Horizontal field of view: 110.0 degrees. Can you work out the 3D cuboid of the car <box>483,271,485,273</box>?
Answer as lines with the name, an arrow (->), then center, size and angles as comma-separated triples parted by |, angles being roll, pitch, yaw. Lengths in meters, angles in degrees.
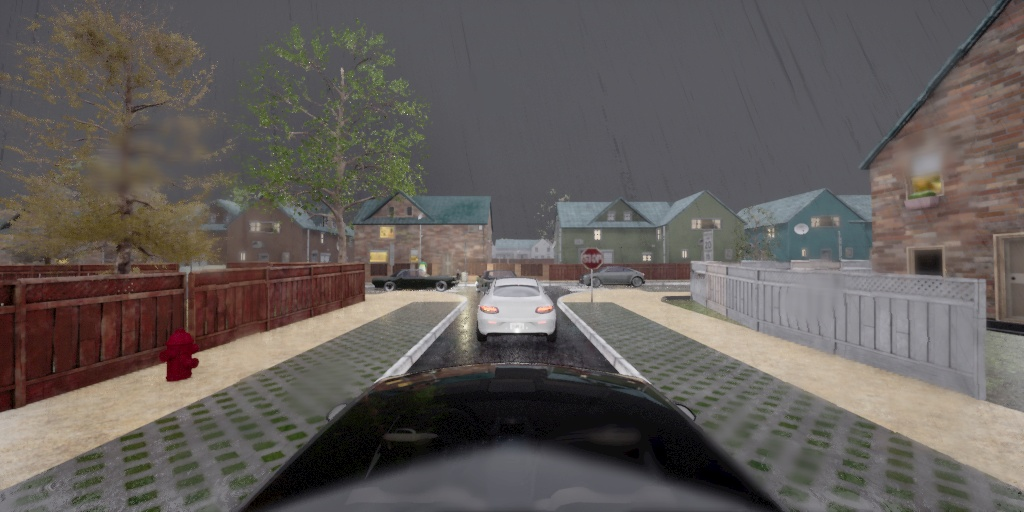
car -> -0.750, 1.366, 18.504 | 1.895, 1.301, 4.718 | 0, -1, -12

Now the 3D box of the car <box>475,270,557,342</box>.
car -> 0.106, 1.279, 9.685 | 1.812, 1.442, 4.674 | 0, 0, 0

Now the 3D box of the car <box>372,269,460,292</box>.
car -> -5.475, 1.416, 20.891 | 4.718, 1.301, 1.895 | -1, -1, 1

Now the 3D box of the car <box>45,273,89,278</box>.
car -> -25.600, 1.632, 21.169 | 4.718, 1.301, 1.895 | -1, -1, 1

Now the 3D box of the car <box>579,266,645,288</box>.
car -> 6.547, 1.343, 23.677 | 4.181, 1.385, 1.994 | 0, -1, 1

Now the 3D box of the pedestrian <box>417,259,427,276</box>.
pedestrian -> -6.691, 1.118, 26.777 | 0.375, 1.860, 0.375 | 0, -1, 1
